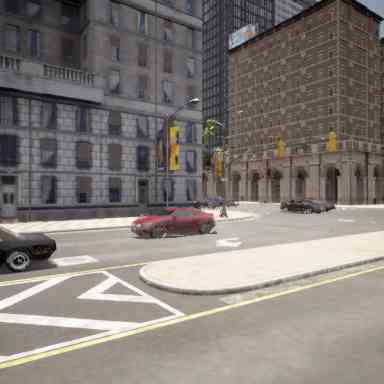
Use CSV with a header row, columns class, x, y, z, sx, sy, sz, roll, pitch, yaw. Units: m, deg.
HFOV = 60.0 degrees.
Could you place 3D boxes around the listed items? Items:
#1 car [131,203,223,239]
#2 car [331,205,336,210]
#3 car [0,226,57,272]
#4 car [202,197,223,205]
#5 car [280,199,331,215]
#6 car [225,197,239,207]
class,x,y,z,sx,sy,sz,roll,pitch,yaw
car,-0.858,1.526,17.352,4.674,1.442,1.812,0,0,-35
car,13.812,1.548,38.718,2.033,1.411,5.357,0,0,-43
car,-6.442,1.601,9.248,4.718,1.301,1.895,0,0,-35
car,2.117,1.526,48.220,1.812,1.442,4.674,0,0,-35
car,11.498,1.506,34.845,1.837,1.490,4.892,0,0,-35
car,5.025,1.489,50.164,2.128,1.511,4.902,0,0,-35
